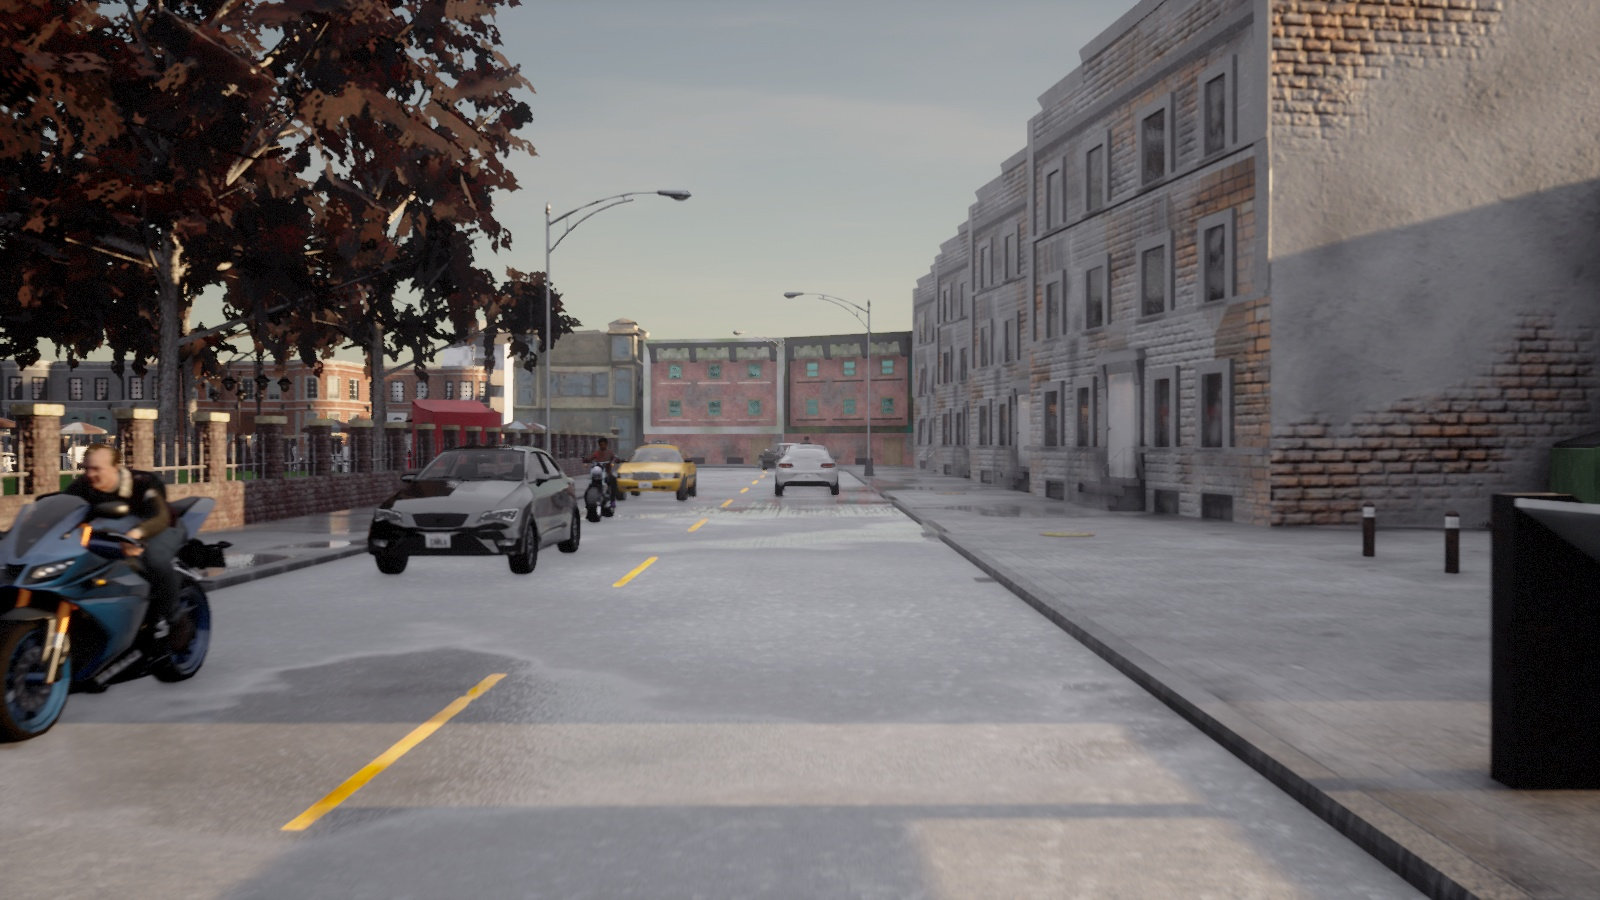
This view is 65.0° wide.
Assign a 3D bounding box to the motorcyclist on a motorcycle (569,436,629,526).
[{"bbox_3d":[-3.855,0.557,24.285,0.766,1.649,2.350,0,0,0],"label":"motorcyclist on a motorcycle"}]

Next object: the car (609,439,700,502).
[{"bbox_3d":[-3.814,0.493,33.766,1.801,1.575,5.366,0,0,0],"label":"car"}]

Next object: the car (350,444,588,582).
[{"bbox_3d":[-3.897,0.669,15.548,1.816,1.474,4.193,0,0,0],"label":"car"}]

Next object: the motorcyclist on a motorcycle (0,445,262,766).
[{"bbox_3d":[-3.944,0.738,7.093,0.866,1.530,2.191,0,0,0],"label":"motorcyclist on a motorcycle"}]

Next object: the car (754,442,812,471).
[{"bbox_3d":[-0.938,0.329,68.078,1.970,1.475,3.806,0,0,-20],"label":"car"}]

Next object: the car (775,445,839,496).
[{"bbox_3d":[0.202,0.561,37.546,1.812,1.442,4.674,0,0,0],"label":"car"}]
